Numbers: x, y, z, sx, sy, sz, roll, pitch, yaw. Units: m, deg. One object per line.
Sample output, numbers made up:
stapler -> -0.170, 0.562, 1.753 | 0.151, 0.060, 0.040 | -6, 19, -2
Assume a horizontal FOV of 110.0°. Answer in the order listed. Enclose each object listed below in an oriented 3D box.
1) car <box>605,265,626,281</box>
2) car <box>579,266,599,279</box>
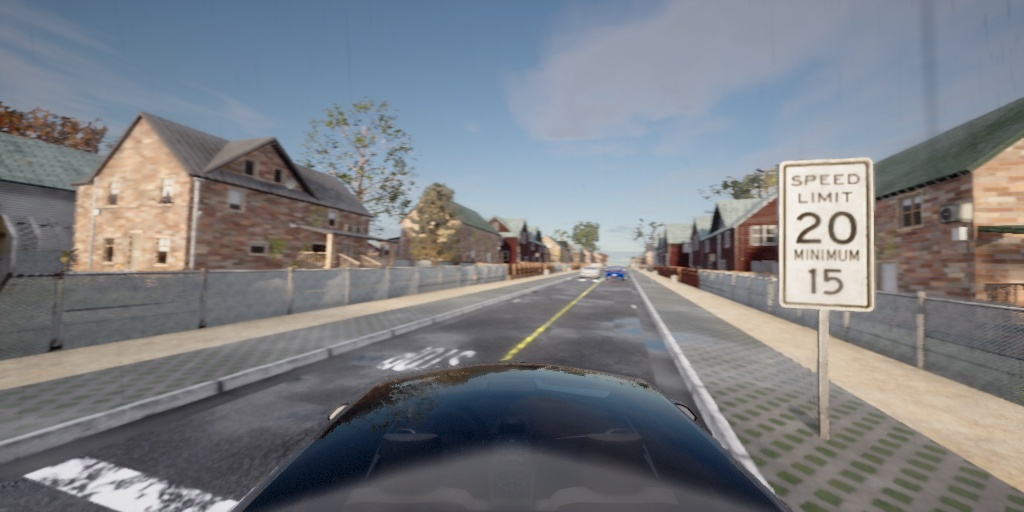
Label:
car -> 11.137, 1.833, 38.645 | 1.882, 1.535, 5.008 | 1, -1, 18
car -> 9.018, 1.859, 41.306 | 1.812, 1.442, 4.674 | 1, -1, 17
